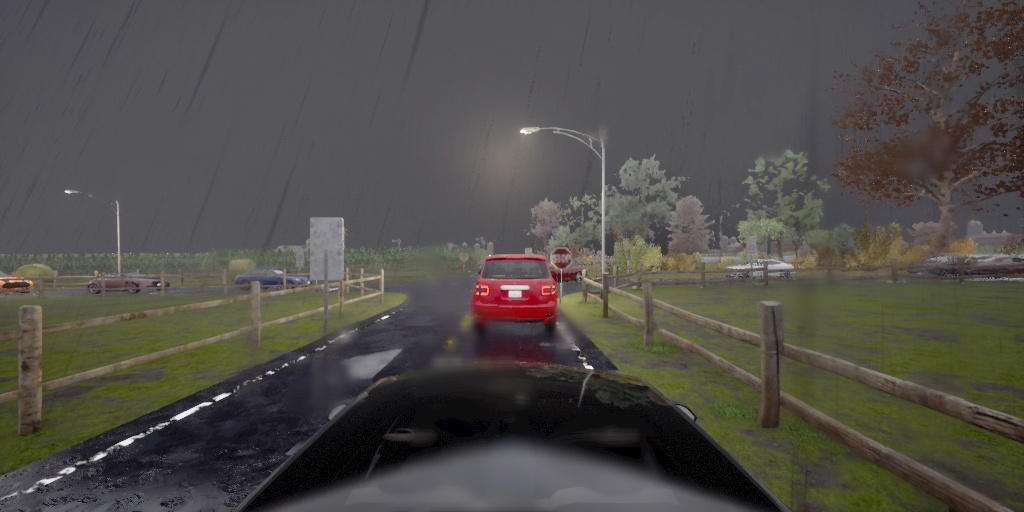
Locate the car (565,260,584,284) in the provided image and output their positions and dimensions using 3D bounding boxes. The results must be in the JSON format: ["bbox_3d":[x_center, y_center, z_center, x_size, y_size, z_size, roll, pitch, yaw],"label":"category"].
[{"bbox_3d":[2.722,1.061,24.423,4.553,1.767,2.097,-2,0,-26],"label":"car"}]

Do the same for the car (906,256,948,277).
[{"bbox_3d":[31.608,0.706,26.030,4.674,1.442,1.812,-1,0,1],"label":"car"}]

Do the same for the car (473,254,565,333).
[{"bbox_3d":[0.150,0.973,10.942,2.150,2.045,5.566,0,0,2],"label":"car"}]

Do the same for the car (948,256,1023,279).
[{"bbox_3d":[31.738,0.708,23.086,4.674,1.442,1.812,-1,0,1],"label":"car"}]

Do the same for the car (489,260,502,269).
[{"bbox_3d":[-2.758,1.363,61.058,2.033,1.411,5.357,0,0,1],"label":"car"}]

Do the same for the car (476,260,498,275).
[{"bbox_3d":[-2.805,1.274,40.891,2.128,1.511,4.902,0,0,0],"label":"car"}]

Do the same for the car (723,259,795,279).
[{"bbox_3d":[18.015,0.941,26.297,4.674,1.442,1.812,-1,0,1],"label":"car"}]

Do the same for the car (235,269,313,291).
[{"bbox_3d":[-15.864,1.557,23.968,4.674,1.442,1.812,-1,0,3],"label":"car"}]

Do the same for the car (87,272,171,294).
[{"bbox_3d":[-25.782,1.780,24.203,4.181,1.385,1.994,-1,0,1],"label":"car"}]

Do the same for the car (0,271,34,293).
[{"bbox_3d":[-35.803,1.759,24.406,4.553,1.767,2.097,-1,0,1],"label":"car"}]
